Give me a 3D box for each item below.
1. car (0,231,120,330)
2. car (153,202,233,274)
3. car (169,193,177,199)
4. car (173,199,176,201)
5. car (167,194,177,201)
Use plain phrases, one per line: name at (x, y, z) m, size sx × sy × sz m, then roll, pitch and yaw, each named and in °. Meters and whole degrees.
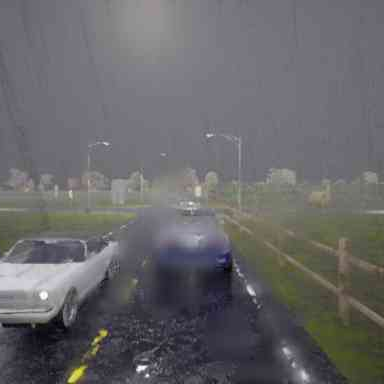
car at (-2.898, 1.581, 6.977) m, size 1.895 × 1.301 × 4.718 m, roll 0°, pitch 0°, yaw 0°
car at (0.013, 1.319, 10.587) m, size 2.097 × 1.767 × 4.553 m, roll 0°, pitch 0°, yaw -1°
car at (-5.068, 1.140, 88.893) m, size 1.882 × 1.535 × 5.008 m, roll 0°, pitch 0°, yaw -3°
car at (-0.128, 1.424, 21.691) m, size 2.128 × 1.511 × 4.902 m, roll 0°, pitch 0°, yaw -1°
car at (-4.388, 1.241, 73.238) m, size 1.837 × 1.490 × 4.892 m, roll 0°, pitch 0°, yaw -2°
